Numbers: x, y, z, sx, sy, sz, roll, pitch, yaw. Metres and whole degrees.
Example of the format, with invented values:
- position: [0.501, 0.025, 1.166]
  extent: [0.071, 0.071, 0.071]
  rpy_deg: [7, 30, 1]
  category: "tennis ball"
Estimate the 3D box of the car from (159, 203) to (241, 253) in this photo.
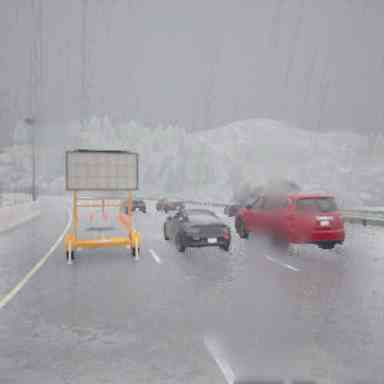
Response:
- position: [0.073, 1.388, 13.053]
  extent: [1.812, 1.442, 4.674]
  rpy_deg: [0, 1, -15]
  category: "car"

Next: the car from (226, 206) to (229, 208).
- position: [4.125, 1.285, 24.208]
  extent: [2.033, 1.411, 5.357]
  rpy_deg: [0, 1, -18]
  category: "car"

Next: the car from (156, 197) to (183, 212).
- position: [-2.042, 1.202, 31.206]
  extent: [1.812, 1.442, 4.674]
  rpy_deg: [0, 1, -20]
  category: "car"

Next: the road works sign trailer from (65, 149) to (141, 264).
- position: [-3.091, 0.348, 11.562]
  extent: [2.380, 3.560, 2.880]
  rpy_deg: [0, 1, -16]
  category: "road works sign trailer"

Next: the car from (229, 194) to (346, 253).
- position: [3.624, 1.073, 13.364]
  extent: [2.150, 2.045, 5.566]
  rpy_deg: [0, 1, -14]
  category: "car"

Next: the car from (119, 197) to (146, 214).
- position: [-5.498, 1.195, 30.512]
  extent: [1.837, 1.490, 4.892]
  rpy_deg: [0, 1, -20]
  category: "car"
